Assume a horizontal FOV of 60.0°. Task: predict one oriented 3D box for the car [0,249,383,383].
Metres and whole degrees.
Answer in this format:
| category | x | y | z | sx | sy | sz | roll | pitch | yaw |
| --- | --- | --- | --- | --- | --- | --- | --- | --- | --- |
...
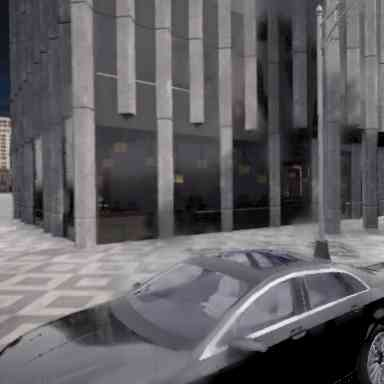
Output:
| category | x | y | z | sx | sy | sz | roll | pitch | yaw |
| --- | --- | --- | --- | --- | --- | --- | --- | --- | --- |
| car | 0.469 | 1.481 | 3.664 | 4.902 | 1.511 | 2.128 | 0 | 0 | -35 |
